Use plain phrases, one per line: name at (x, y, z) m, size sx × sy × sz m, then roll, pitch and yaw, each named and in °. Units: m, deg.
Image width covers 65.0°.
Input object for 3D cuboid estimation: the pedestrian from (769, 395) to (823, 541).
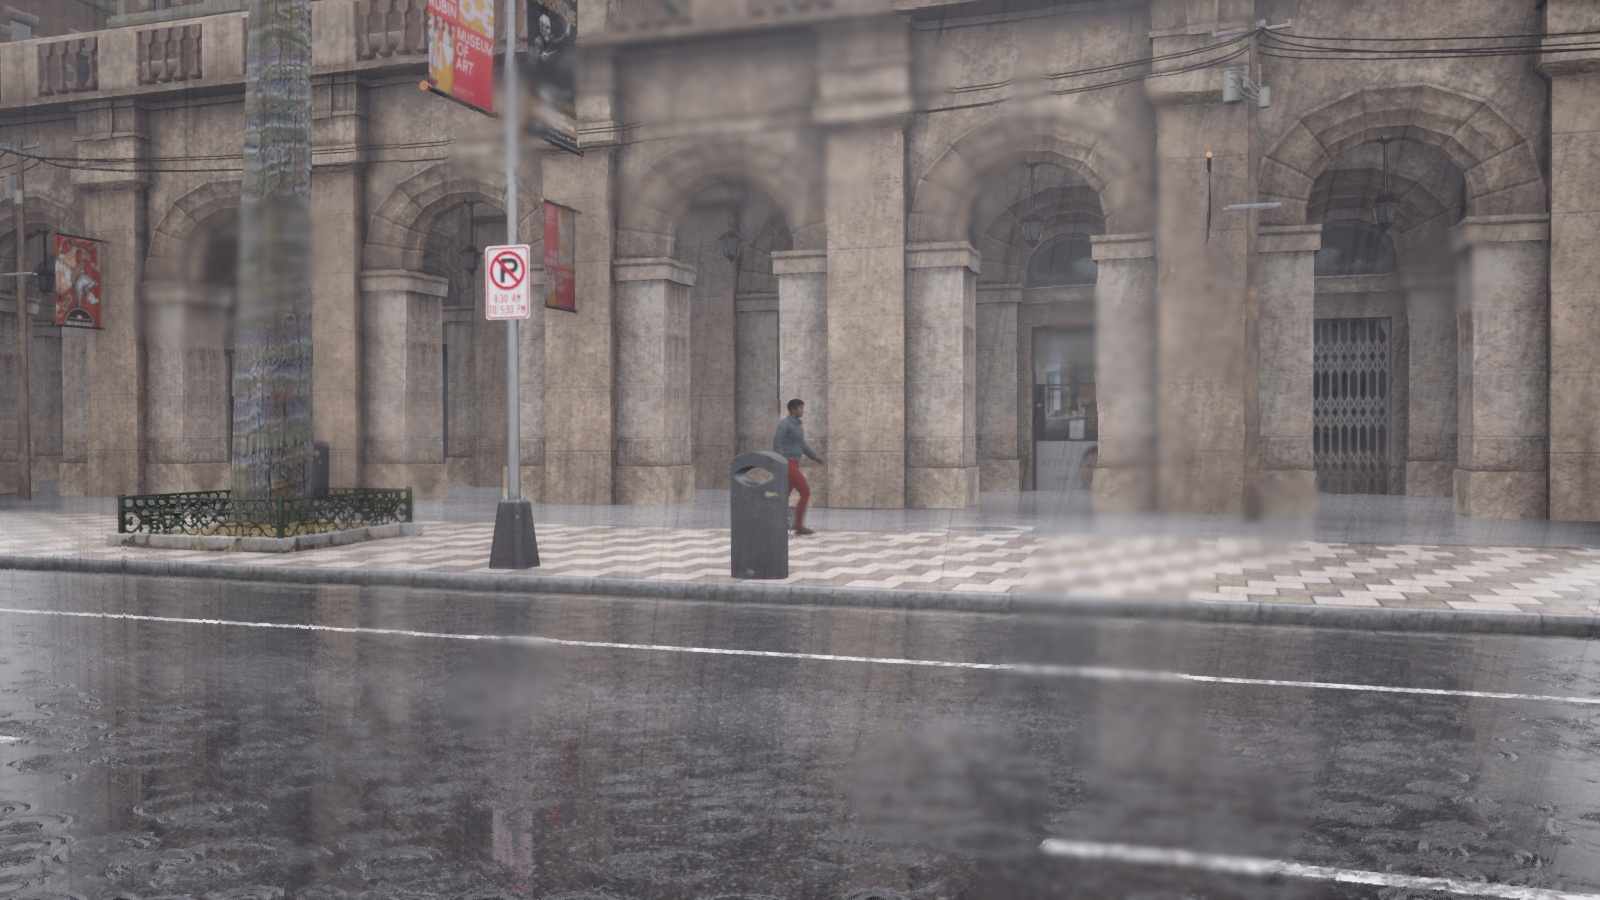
pedestrian at (-0.049, 0.224, 16.198) m, size 0.614 × 1.847 × 0.353 m, roll 1°, pitch 1°, yaw 18°
